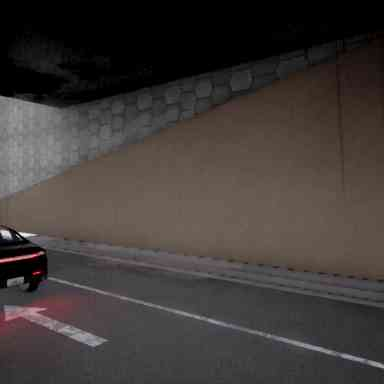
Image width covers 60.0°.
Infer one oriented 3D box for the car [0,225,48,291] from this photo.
[{"bbox_3d":[-5.331,1.491,7.745,4.902,1.511,2.128,0,0,35],"label":"car"}]
